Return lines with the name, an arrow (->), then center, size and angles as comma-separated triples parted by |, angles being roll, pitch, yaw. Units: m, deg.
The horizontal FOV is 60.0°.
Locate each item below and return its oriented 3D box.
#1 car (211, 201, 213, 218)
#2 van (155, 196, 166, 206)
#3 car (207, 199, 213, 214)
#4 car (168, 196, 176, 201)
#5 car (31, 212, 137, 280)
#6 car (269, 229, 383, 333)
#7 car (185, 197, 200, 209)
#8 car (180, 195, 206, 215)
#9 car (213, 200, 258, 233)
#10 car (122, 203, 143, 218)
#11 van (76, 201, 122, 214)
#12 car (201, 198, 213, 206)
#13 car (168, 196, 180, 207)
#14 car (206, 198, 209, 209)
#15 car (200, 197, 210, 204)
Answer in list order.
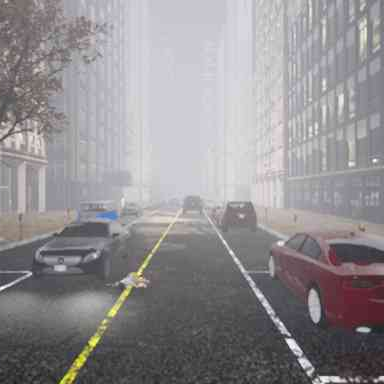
car -> 2.690, 1.651, 26.227 | 1.752, 1.417, 4.829 | 0, 0, 0
van -> -5.687, 1.610, 60.253 | 1.690, 1.788, 3.998 | 0, 0, 0
car -> 2.691, 1.696, 31.755 | 1.887, 1.381, 4.507 | 0, 0, 0
car -> -5.680, 1.929, 94.441 | 1.887, 1.381, 4.507 | 0, 0, 0
car -> -3.106, 1.576, 10.279 | 1.812, 1.442, 4.674 | 0, 0, 1
car -> 3.001, 1.514, 7.060 | 1.882, 1.535, 5.008 | 0, 0, 0
car -> 0.095, 1.577, 49.011 | 2.097, 1.767, 4.553 | 0, 0, 0
car -> 0.097, 1.395, 37.111 | 2.150, 2.045, 5.566 | 0, 0, 0
car -> 2.688, 1.414, 20.360 | 2.192, 1.841, 5.009 | 0, 0, 0
car -> -5.689, 1.702, 31.759 | 2.008, 1.369, 4.403 | 0, 0, 0
van -> -5.693, 1.440, 20.366 | 1.690, 1.788, 3.998 | 0, 0, 0
car -> 2.695, 1.834, 60.247 | 1.947, 1.339, 4.313 | 0, 0, 0
car -> -3.054, 1.766, 57.848 | 1.837, 1.490, 4.892 | 0, -1, 0
car -> 2.694, 1.750, 49.020 | 1.752, 1.417, 4.829 | 0, 0, 0
car -> 2.697, 1.875, 71.643 | 1.947, 1.339, 4.313 | 0, 0, 0
